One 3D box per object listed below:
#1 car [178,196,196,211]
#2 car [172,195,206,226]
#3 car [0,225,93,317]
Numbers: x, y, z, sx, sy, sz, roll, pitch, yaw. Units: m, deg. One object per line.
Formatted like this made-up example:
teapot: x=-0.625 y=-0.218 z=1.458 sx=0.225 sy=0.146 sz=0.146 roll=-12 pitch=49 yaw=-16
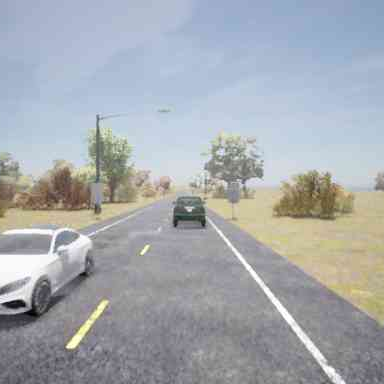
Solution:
car: x=-0.658 y=1.401 z=41.749 sx=2.097 sy=1.767 sz=4.553 roll=0 pitch=0 yaw=-1
car: x=-0.211 y=1.256 z=23.629 sx=2.150 sy=2.045 sz=5.566 roll=0 pitch=0 yaw=-1
car: x=-3.637 y=1.541 z=7.620 sx=1.812 sy=1.442 sz=4.674 roll=0 pitch=0 yaw=0
